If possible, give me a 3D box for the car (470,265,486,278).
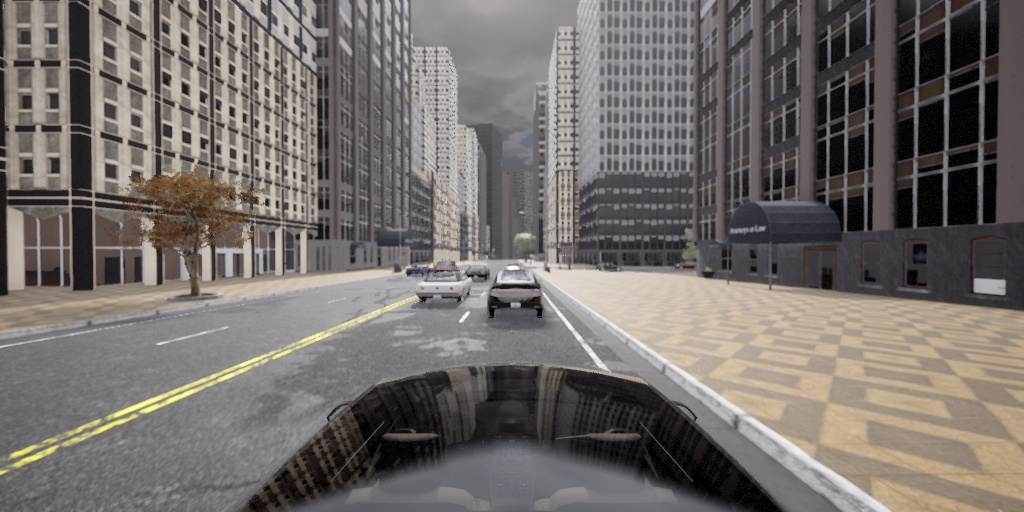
[{"bbox_3d":[-3.014,1.457,32.456,1.895,1.301,4.718,0,0,0],"label":"car"}]

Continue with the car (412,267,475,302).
[{"bbox_3d":[-3.088,1.404,17.178,1.895,1.301,4.718,0,0,0],"label":"car"}]

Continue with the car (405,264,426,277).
[{"bbox_3d":[-9.676,1.474,37.615,1.895,1.301,4.718,0,0,0],"label":"car"}]

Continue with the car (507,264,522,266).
[{"bbox_3d":[0.213,1.393,29.145,2.033,1.411,5.357,0,0,0],"label":"car"}]

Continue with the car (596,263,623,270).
[{"bbox_3d":[16.187,1.781,59.785,4.403,1.370,2.007,0,0,0],"label":"car"}]

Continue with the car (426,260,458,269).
[{"bbox_3d":[-6.442,1.214,34.630,2.097,1.767,4.553,0,0,0],"label":"car"}]

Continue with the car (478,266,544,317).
[{"bbox_3d":[0.131,1.282,13.401,2.128,1.511,4.902,0,0,0],"label":"car"}]
